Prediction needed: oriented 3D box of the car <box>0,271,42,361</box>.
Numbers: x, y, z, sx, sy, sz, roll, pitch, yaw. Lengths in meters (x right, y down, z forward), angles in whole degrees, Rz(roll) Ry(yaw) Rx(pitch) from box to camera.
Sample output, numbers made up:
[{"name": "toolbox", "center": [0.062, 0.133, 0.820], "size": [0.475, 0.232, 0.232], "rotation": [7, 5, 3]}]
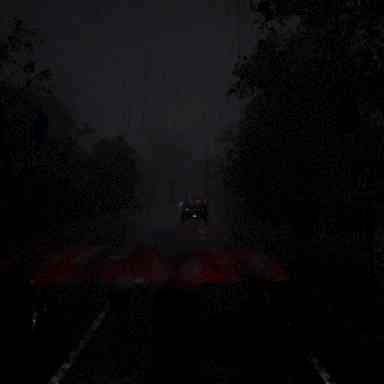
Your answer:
[{"name": "car", "center": [-3.346, 1.568, 3.520], "size": [1.994, 1.385, 4.181], "rotation": [0, 0, 0]}]

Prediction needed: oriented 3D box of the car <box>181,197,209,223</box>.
[{"name": "car", "center": [0.185, 1.370, 24.510], "size": [2.128, 1.511, 4.902], "rotation": [0, 1, 0]}]

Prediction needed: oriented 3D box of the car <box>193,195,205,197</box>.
[{"name": "car", "center": [0.926, 1.110, 40.223], "size": [2.097, 1.767, 4.553], "rotation": [0, 0, 6]}]
